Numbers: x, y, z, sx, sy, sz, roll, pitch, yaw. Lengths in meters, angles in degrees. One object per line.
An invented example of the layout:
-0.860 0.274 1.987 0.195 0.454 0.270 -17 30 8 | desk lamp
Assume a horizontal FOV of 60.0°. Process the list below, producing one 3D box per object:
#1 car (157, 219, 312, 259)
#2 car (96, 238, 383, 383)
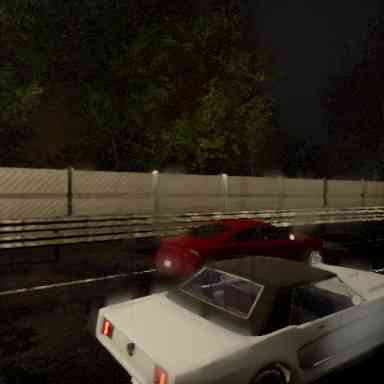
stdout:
1.498 1.476 8.916 5.008 1.535 1.882 0 0 -34 | car
1.286 1.599 4.566 4.718 1.301 1.895 0 0 -35 | car
